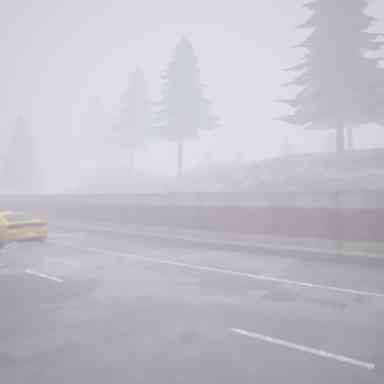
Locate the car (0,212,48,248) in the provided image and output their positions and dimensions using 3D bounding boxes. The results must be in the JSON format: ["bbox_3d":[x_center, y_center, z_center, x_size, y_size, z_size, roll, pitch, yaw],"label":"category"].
[{"bbox_3d":[-8.765,1.676,15.960,5.008,1.535,1.882,-1,-1,42],"label":"car"}]
